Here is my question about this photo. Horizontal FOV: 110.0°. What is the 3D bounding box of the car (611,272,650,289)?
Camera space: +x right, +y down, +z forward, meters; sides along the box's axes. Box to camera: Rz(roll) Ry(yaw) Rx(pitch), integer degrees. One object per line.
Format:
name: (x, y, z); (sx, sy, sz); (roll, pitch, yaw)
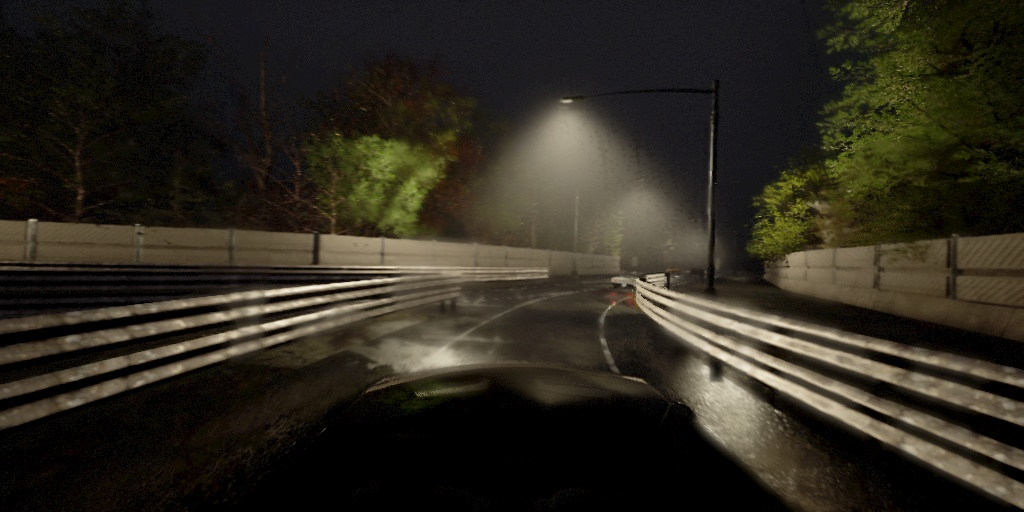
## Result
car: (9.188, 1.869, 27.441); (1.895, 1.301, 4.718); (1, -1, 33)
